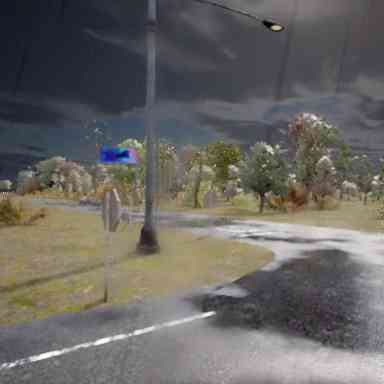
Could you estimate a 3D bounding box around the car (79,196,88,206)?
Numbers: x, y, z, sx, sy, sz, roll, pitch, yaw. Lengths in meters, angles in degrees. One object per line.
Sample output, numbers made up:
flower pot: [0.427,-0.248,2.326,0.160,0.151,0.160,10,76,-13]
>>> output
car: [-18.603,1.487,59.236,2.097,1.767,4.553,1,-1,-34]

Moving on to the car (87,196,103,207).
car: [-14.629,1.693,53.346,2.033,1.411,5.357,1,-1,-33]
